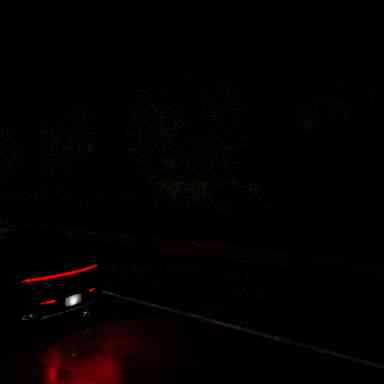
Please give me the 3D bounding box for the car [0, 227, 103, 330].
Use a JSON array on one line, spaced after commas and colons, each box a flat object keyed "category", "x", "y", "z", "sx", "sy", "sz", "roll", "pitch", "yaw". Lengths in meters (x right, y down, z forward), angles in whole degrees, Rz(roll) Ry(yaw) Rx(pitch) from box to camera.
[{"category": "car", "x": -3.882, "y": 1.481, "z": 6.761, "sx": 4.892, "sy": 1.490, "sz": 1.837, "roll": 0, "pitch": 0, "yaw": 35}]
